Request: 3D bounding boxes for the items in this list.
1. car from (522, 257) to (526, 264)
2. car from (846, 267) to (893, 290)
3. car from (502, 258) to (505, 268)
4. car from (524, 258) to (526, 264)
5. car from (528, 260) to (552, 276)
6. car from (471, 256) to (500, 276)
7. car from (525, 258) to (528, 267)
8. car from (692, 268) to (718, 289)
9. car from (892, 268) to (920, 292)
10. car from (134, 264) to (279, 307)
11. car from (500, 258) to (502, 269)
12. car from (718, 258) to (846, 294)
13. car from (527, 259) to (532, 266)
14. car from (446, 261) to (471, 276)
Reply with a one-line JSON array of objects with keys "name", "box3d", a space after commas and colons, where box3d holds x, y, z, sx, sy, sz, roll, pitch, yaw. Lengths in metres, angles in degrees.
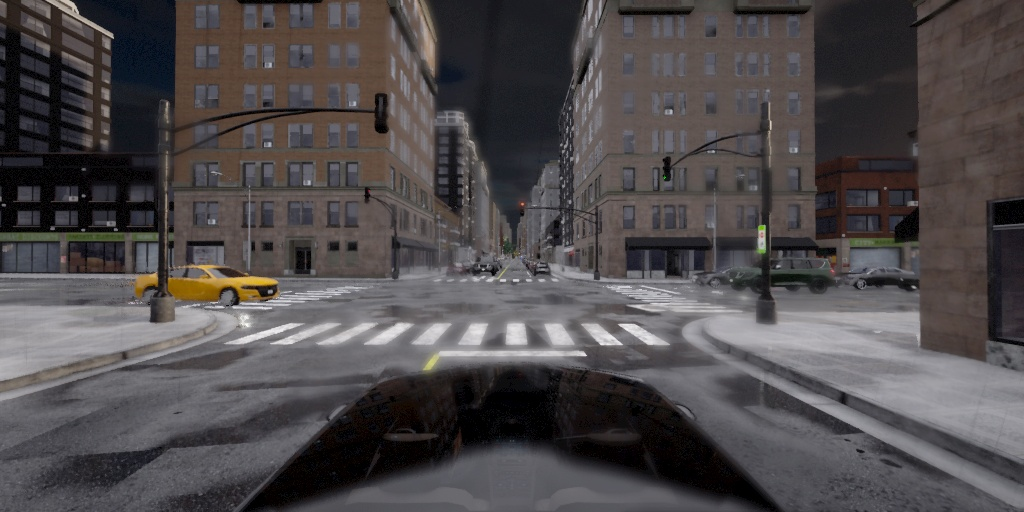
[{"name": "car", "box3d": [3.328, 1.316, 63.890, 1.948, 1.339, 4.313, 0, 0, 1]}, {"name": "car", "box3d": [24.238, 1.464, 24.200, 4.902, 1.511, 2.128, 0, -1, 0]}, {"name": "car", "box3d": [-2.502, 1.353, 58.192, 1.895, 1.301, 4.718, 0, 0, 1]}, {"name": "car", "box3d": [3.188, 1.297, 52.829, 1.888, 1.381, 4.507, 0, 0, 1]}, {"name": "car", "box3d": [2.979, 1.319, 36.238, 1.948, 1.339, 4.313, 0, 0, 1]}, {"name": "car", "box3d": [-2.770, 0.976, 37.848, 2.150, 2.045, 5.566, 0, 0, 1]}, {"name": "car", "box3d": [3.118, 1.303, 47.299, 2.007, 1.370, 4.403, 0, 0, 1]}, {"name": "car", "box3d": [14.833, 1.402, 24.260, 4.902, 1.511, 2.128, 0, -1, 2]}, {"name": "car", "box3d": [25.724, 1.551, 20.943, 4.718, 1.301, 1.895, 0, -1, 0]}, {"name": "car", "box3d": [-11.931, 1.103, 14.195, 5.008, 1.535, 1.882, 1, -1, 4]}, {"name": "car", "box3d": [-2.643, 1.258, 47.936, 1.837, 1.490, 4.892, 0, 0, 1]}, {"name": "car", "box3d": [15.622, 1.105, 21.013, 5.566, 2.045, 2.150, 0, -1, 0]}, {"name": "car", "box3d": [3.048, 1.298, 41.769, 1.888, 1.381, 4.507, 0, 0, 1]}, {"name": "car", "box3d": [-5.547, 1.336, 36.342, 1.802, 1.307, 4.207, 0, 0, 1]}]
